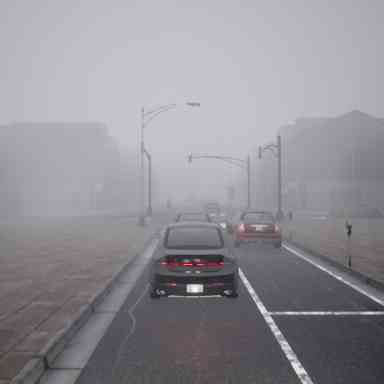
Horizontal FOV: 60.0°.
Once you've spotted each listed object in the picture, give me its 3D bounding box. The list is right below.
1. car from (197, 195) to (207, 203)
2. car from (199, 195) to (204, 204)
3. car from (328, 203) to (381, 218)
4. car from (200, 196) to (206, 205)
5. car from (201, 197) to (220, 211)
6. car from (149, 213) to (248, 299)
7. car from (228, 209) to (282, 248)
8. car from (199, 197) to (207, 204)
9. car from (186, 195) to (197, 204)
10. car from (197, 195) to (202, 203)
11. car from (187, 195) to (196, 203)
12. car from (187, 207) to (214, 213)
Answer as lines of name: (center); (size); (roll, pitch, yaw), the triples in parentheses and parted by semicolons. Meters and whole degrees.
car: (2.446, 1.735, 79.692); (2.192, 1.841, 5.009); (1, -1, 0)
car: (2.515, 1.702, 52.671); (1.752, 1.417, 4.829); (1, 0, 0)
car: (14.484, 1.630, 29.740); (4.181, 1.385, 1.994); (0, -2, 0)
car: (2.529, 1.705, 47.064); (1.947, 1.339, 4.313); (1, 0, 0)
car: (2.544, 1.672, 41.627); (1.947, 1.339, 4.313); (1, 0, 0)
car: (0.017, 1.512, 8.484); (1.837, 1.490, 4.892); (0, 0, -1)
car: (2.621, 1.457, 14.881); (1.967, 1.590, 4.097); (2, 0, 0)
car: (2.456, 1.892, 74.421); (1.752, 1.417, 4.829); (1, -1, 0)
car: (-0.179, 1.570, 72.172); (2.150, 2.045, 5.566); (0, -1, 0)
car: (2.485, 1.829, 63.376); (1.947, 1.339, 4.313); (1, -1, 0)
car: (-0.220, 1.676, 82.581); (2.150, 2.045, 5.566); (0, -1, 0)
car: (0.050, 1.619, 15.959); (1.895, 1.301, 4.718); (0, 0, 0)
